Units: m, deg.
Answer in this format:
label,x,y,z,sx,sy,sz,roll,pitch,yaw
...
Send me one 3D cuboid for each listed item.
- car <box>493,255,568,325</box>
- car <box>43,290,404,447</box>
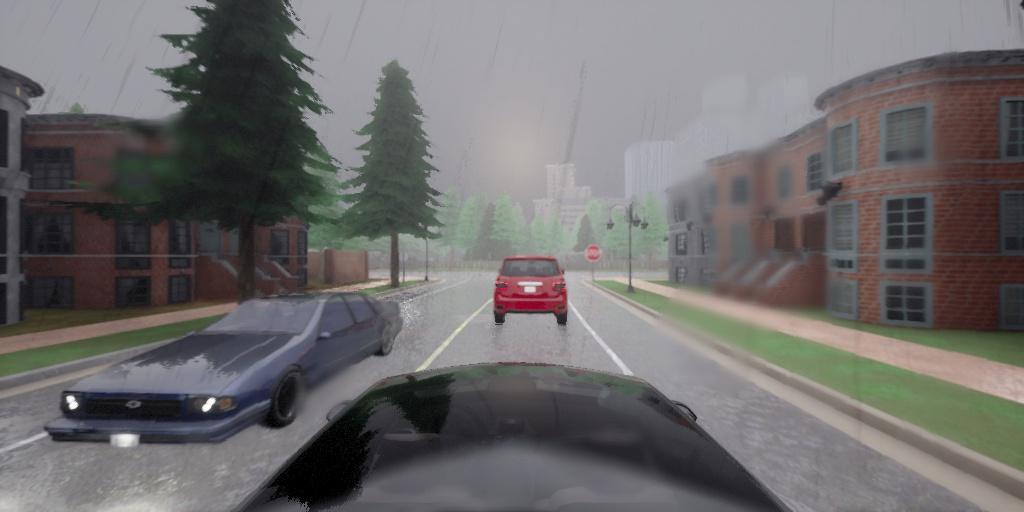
label,x,y,z,sx,sy,sz,roll,pitch,yaw
car,0.646,1.007,12.231,2.150,2.045,5.566,0,-1,4
car,-3.453,1.314,5.952,2.033,1.411,5.357,0,0,2
